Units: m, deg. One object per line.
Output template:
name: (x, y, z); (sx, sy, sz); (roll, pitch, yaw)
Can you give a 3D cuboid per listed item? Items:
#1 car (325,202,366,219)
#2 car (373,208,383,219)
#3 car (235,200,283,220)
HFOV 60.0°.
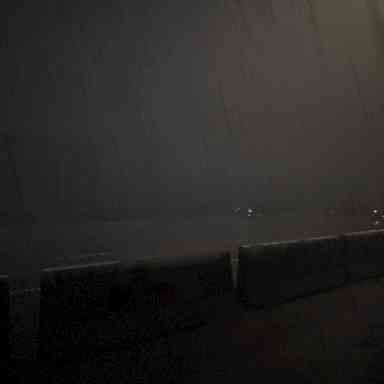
car: (14.651, 1.677, 31.635); (4.902, 1.511, 2.128); (0, 0, -35)
car: (18.278, 1.787, 29.923); (4.718, 1.301, 1.895); (0, 0, -35)
car: (6.009, 1.521, 29.775); (4.553, 1.767, 2.097); (0, 0, -35)
